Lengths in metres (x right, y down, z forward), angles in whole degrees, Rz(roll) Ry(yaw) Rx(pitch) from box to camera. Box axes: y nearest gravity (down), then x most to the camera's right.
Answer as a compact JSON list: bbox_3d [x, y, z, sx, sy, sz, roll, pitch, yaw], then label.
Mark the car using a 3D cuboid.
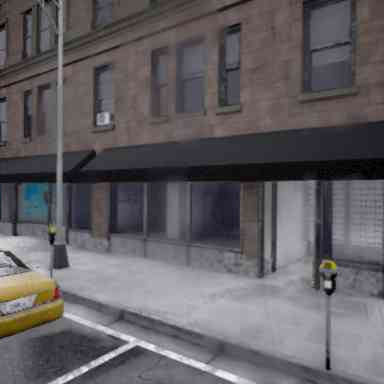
[{"bbox_3d":[-4.219,1.453,5.819,4.829,1.417,1.752,1,0,35],"label":"car"}]
